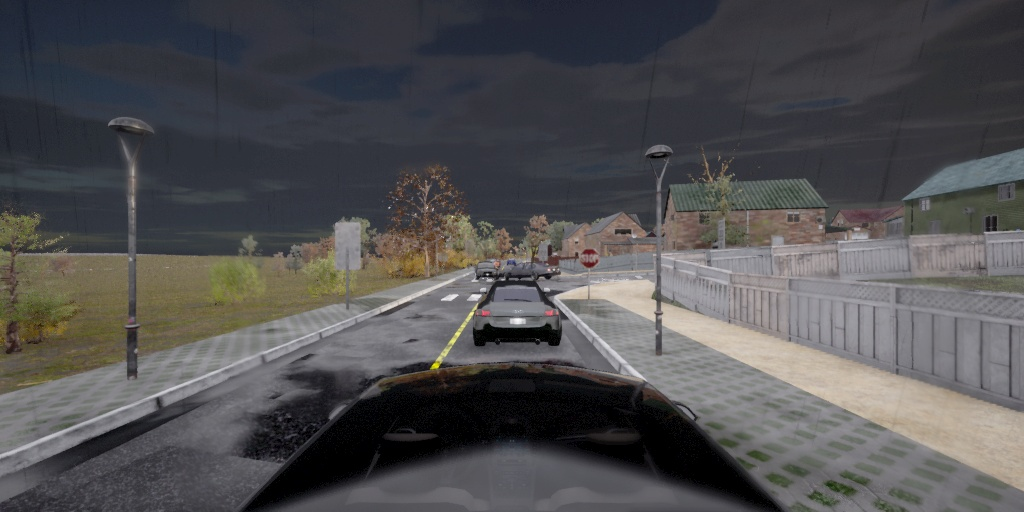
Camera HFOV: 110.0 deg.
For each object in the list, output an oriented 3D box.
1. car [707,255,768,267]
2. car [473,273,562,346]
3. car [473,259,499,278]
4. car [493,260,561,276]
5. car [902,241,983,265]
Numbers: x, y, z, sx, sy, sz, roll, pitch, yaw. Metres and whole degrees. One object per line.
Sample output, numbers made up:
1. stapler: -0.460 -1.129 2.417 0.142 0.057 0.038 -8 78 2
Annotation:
1. car: 14.351 0.413 22.808 4.181 1.385 1.994 -3 0 16
2. car: 0.089 1.313 9.392 1.994 1.385 4.181 0 0 -1
3. car: -2.302 1.257 31.314 1.837 1.490 4.892 0 0 -8
4. car: 1.290 1.197 28.409 5.357 1.411 2.033 -4 -3 43
5. car: 23.855 -0.208 20.403 4.902 1.511 2.128 -3 0 14
